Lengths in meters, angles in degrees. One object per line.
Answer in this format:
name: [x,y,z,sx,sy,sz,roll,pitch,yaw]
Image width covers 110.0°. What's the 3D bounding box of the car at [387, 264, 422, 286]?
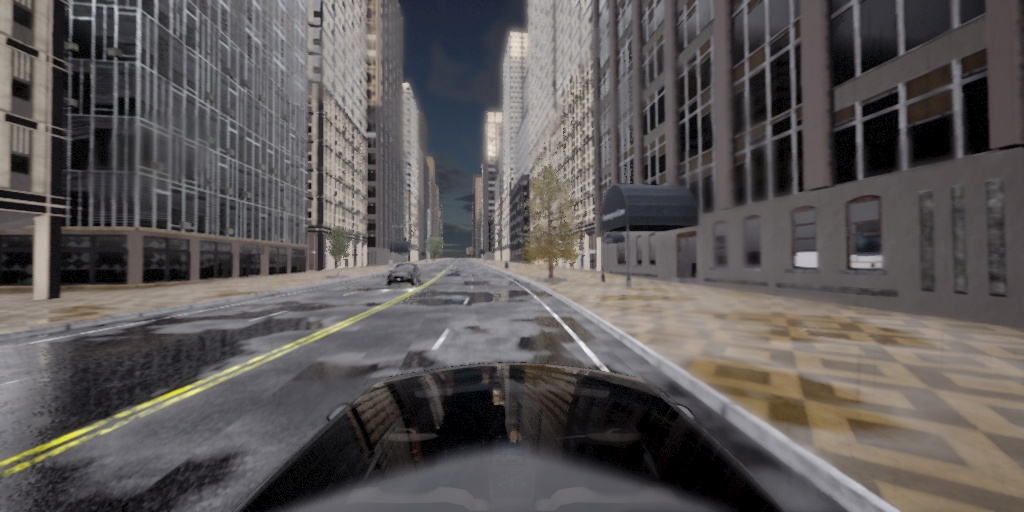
car: [-7.759,1.320,26.197,1.837,1.490,4.892,0,0,-6]
